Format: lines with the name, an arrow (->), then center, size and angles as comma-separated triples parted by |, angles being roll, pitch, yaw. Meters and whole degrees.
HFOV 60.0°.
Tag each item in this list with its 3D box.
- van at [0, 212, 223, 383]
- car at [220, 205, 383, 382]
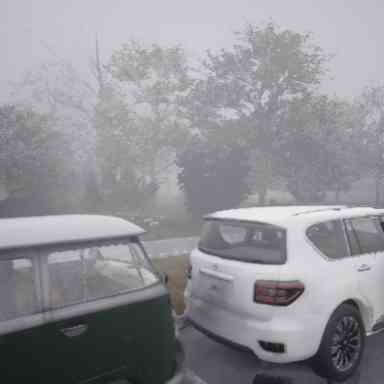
van -> -2.080, 1.245, 2.638 | 4.442, 1.987, 1.878 | -1, 0, -37
car -> 2.476, 1.230, 5.724 | 5.566, 2.045, 2.435 | -1, 0, -36
